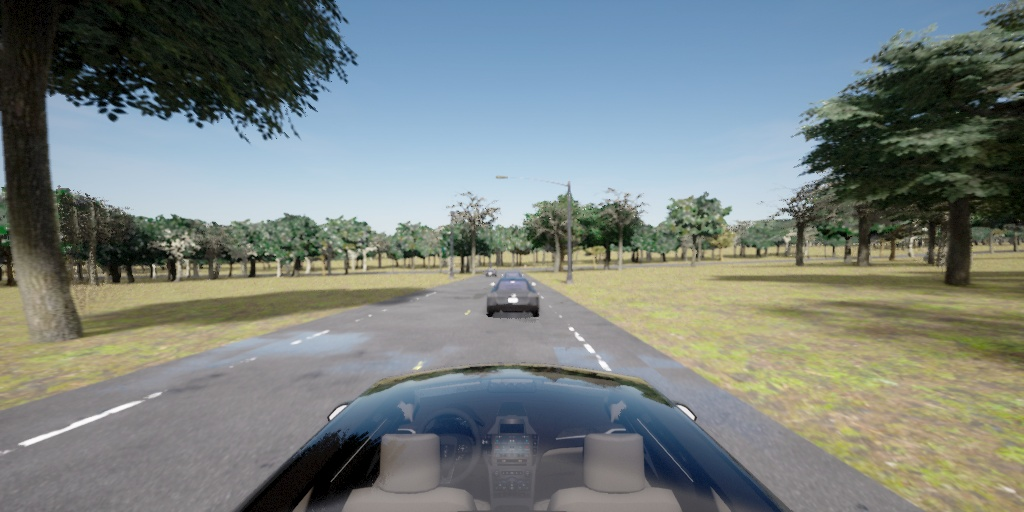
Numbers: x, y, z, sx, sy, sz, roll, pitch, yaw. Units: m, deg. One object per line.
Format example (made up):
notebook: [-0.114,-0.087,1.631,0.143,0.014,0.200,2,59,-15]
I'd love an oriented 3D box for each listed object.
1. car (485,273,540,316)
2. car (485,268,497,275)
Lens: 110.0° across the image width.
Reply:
car: [0.053,1.555,14.492,1.994,1.385,4.181,0,-1,1]
car: [-3.533,2.799,60.626,2.128,1.511,4.902,0,-2,1]
